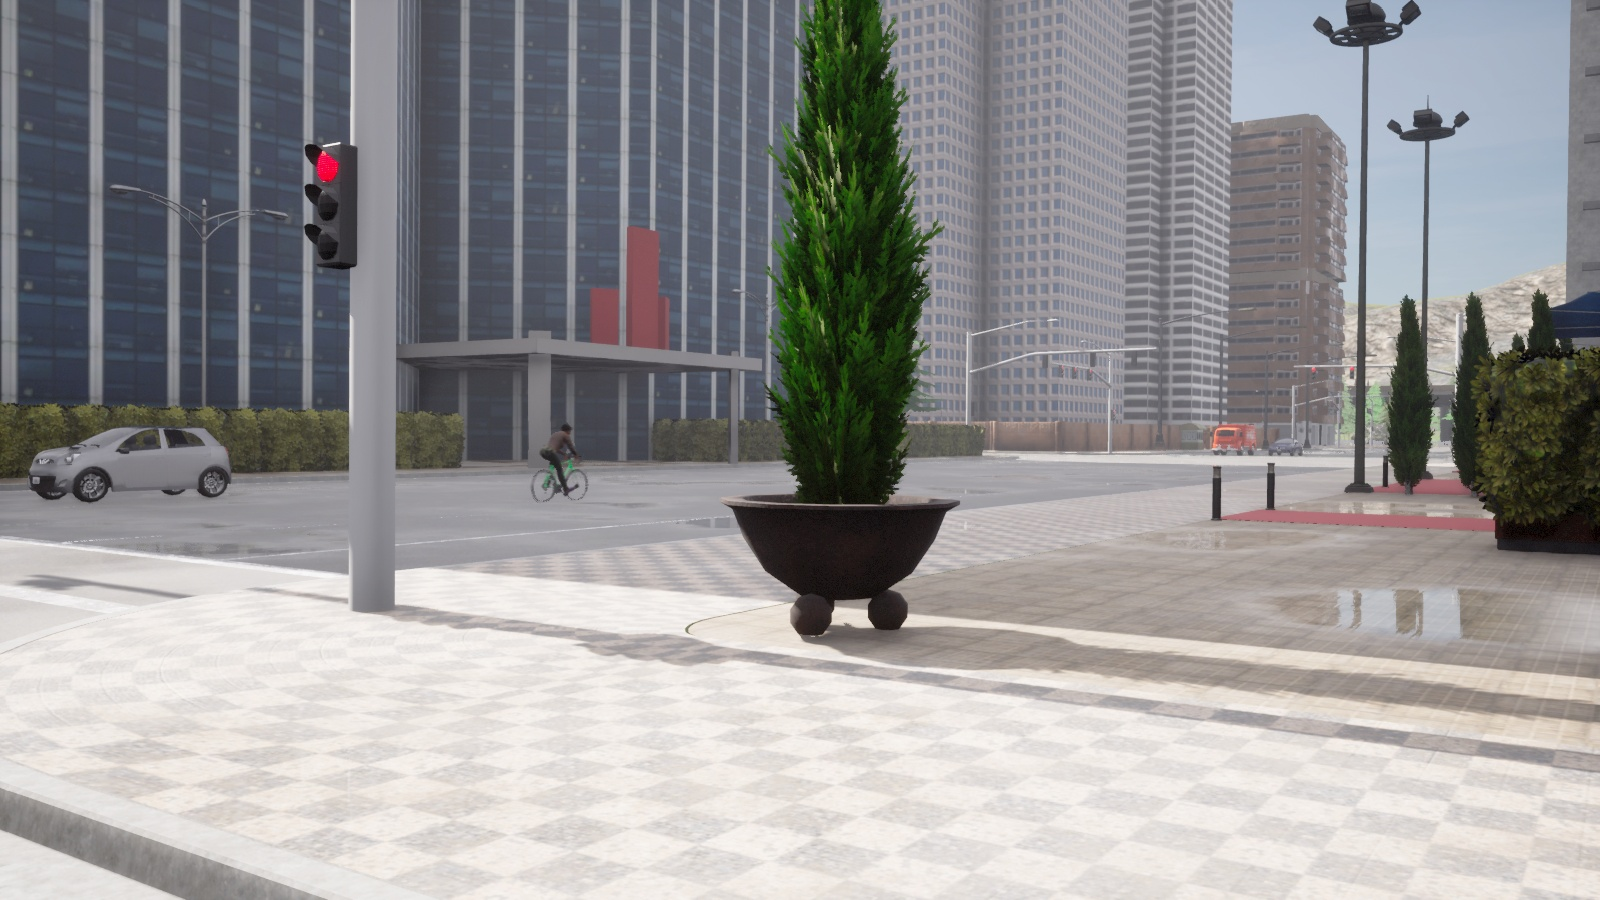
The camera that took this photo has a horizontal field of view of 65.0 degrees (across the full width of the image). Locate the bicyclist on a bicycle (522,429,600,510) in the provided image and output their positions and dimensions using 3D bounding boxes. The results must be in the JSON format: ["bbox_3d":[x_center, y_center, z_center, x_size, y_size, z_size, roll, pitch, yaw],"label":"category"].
[{"bbox_3d":[-4.923,0.374,25.979,0.582,1.620,1.656,0,1,33],"label":"bicyclist on a bicycle"}]

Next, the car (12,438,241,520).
[{"bbox_3d":[-13.586,0.520,25.495,1.845,1.501,3.633,0,1,33],"label":"car"}]
